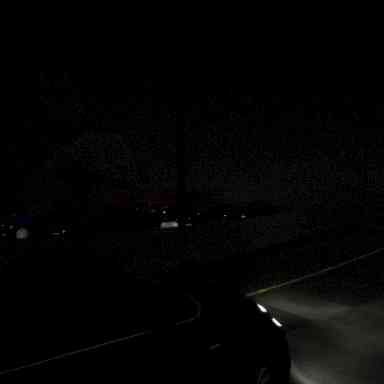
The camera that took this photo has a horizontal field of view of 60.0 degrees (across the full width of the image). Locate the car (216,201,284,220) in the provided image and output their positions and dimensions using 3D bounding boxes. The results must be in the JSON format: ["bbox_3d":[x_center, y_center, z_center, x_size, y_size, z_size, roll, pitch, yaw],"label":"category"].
[{"bbox_3d":[4.191,1.334,21.967,2.033,1.411,5.357,0,1,41],"label":"car"}]

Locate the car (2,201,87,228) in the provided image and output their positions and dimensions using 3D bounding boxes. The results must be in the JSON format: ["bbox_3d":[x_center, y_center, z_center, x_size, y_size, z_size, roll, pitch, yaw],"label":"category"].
[{"bbox_3d":[-10.030,1.438,22.768,4.902,1.511,2.128,-1,1,-38],"label":"car"}]

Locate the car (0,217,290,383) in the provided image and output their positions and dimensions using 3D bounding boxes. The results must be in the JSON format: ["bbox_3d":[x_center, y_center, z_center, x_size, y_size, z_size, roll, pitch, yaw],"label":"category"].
[{"bbox_3d":[-1.160,1.345,3.027,4.553,1.767,2.097,-1,0,-37],"label":"car"}]

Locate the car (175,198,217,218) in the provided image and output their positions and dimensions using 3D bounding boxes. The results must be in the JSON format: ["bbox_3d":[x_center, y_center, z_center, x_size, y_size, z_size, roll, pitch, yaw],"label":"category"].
[{"bbox_3d":[1.561,1.347,24.276,2.033,1.411,5.357,0,1,42],"label":"car"}]

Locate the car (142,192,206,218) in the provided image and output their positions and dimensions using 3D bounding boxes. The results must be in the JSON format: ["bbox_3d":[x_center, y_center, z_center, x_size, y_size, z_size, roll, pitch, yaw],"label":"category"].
[{"bbox_3d":[-1.011,1.017,26.646,2.150,2.045,5.566,0,1,41],"label":"car"}]

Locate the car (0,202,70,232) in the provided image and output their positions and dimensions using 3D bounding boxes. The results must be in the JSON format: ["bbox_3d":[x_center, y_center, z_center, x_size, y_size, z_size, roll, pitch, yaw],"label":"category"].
[{"bbox_3d":[-6.736,1.434,16.393,5.008,1.535,1.882,-1,1,-38],"label":"car"}]

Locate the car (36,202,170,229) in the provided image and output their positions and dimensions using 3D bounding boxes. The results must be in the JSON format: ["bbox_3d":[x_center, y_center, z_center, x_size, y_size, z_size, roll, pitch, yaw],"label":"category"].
[{"bbox_3d":[-3.700,1.414,14.377,5.008,1.535,1.882,-1,1,-38],"label":"car"}]

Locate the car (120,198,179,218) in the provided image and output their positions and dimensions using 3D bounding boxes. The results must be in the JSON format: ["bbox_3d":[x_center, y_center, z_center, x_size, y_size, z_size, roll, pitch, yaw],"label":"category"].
[{"bbox_3d":[-3.618,1.318,28.980,2.128,1.511,4.902,0,1,41],"label":"car"}]
